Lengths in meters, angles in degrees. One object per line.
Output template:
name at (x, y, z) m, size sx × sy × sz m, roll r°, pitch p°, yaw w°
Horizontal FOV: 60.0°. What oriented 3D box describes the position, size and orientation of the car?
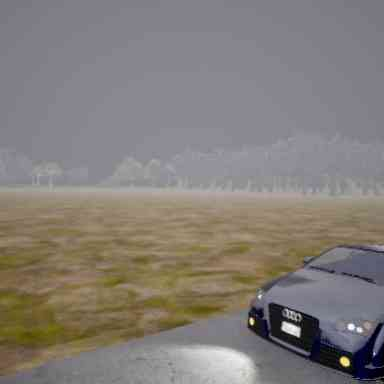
car at (2.898, 1.591, 5.444) m, size 4.181 × 1.385 × 1.994 m, roll 0°, pitch 0°, yaw -36°
